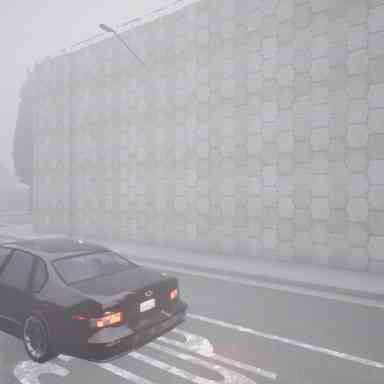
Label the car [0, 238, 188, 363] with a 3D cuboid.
[{"bbox_3d":[-2.638,1.547,5.859,5.357,1.411,2.033,0,0,35],"label":"car"}]
